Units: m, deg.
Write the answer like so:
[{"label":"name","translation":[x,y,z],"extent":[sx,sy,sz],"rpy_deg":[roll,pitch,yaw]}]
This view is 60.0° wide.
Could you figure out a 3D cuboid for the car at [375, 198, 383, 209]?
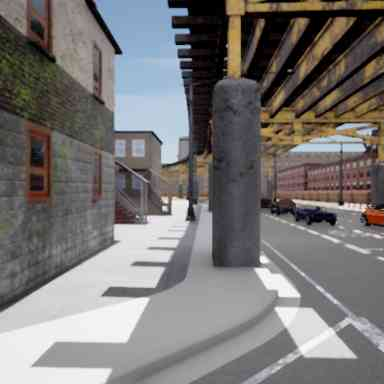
[{"label":"car","translation":[27.661,1.556,45.774],"extent":[4.974,1.542,2.038],"rpy_deg":[0,0,-28]}]

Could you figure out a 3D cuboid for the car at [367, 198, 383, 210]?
[{"label":"car","translation":[25.438,1.549,42.778],"extent":[4.974,1.542,2.038],"rpy_deg":[0,0,32]}]

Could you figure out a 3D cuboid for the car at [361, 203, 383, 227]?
[{"label":"car","translation":[12.305,1.398,20.452],"extent":[2.097,1.767,4.553],"rpy_deg":[0,0,3]}]

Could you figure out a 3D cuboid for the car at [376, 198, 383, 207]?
[{"label":"car","translation":[27.707,1.399,45.799],"extent":[4.536,1.218,1.853],"rpy_deg":[0,0,-28]}]

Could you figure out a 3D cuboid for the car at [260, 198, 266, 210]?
[{"label":"car","translation":[9.602,1.574,43.644],"extent":[1.837,1.490,4.892],"rpy_deg":[0,0,2]}]

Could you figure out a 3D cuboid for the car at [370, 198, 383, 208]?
[{"label":"car","translation":[25.482,1.391,42.751],"extent":[4.536,1.218,1.853],"rpy_deg":[0,0,32]}]

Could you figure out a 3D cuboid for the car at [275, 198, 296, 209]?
[{"label":"car","translation":[13.390,1.607,47.889],"extent":[1.812,1.442,4.674],"rpy_deg":[0,0,0]}]

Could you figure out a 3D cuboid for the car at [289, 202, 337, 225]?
[{"label":"car","translation":[8.835,1.645,24.235],"extent":[1.895,1.301,4.718],"rpy_deg":[0,0,3]}]

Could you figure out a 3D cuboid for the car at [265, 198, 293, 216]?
[{"label":"car","translation":[9.244,1.604,33.948],"extent":[2.033,1.411,5.357],"rpy_deg":[0,0,2]}]
